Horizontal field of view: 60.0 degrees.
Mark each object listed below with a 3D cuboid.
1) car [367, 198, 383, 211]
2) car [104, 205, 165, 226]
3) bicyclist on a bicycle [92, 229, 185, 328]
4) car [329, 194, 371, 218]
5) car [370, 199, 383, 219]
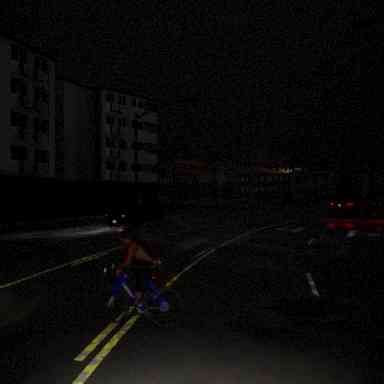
[{"bbox_3d":[23.281,1.546,41.601,1.994,1.385,4.181,0,0,22],"label":"car"},{"bbox_3d":[-3.938,1.601,23.446,1.895,1.301,4.718,0,0,30],"label":"car"},{"bbox_3d":[-0.926,1.453,5.591,1.656,1.620,0.582,-1,0,10],"label":"bicyclist on a bicycle"},{"bbox_3d":[14.490,1.221,30.379,2.150,2.045,5.566,0,0,44],"label":"car"},{"bbox_3d":[17.200,1.491,28.157,2.128,1.511,4.902,0,0,44],"label":"car"}]
